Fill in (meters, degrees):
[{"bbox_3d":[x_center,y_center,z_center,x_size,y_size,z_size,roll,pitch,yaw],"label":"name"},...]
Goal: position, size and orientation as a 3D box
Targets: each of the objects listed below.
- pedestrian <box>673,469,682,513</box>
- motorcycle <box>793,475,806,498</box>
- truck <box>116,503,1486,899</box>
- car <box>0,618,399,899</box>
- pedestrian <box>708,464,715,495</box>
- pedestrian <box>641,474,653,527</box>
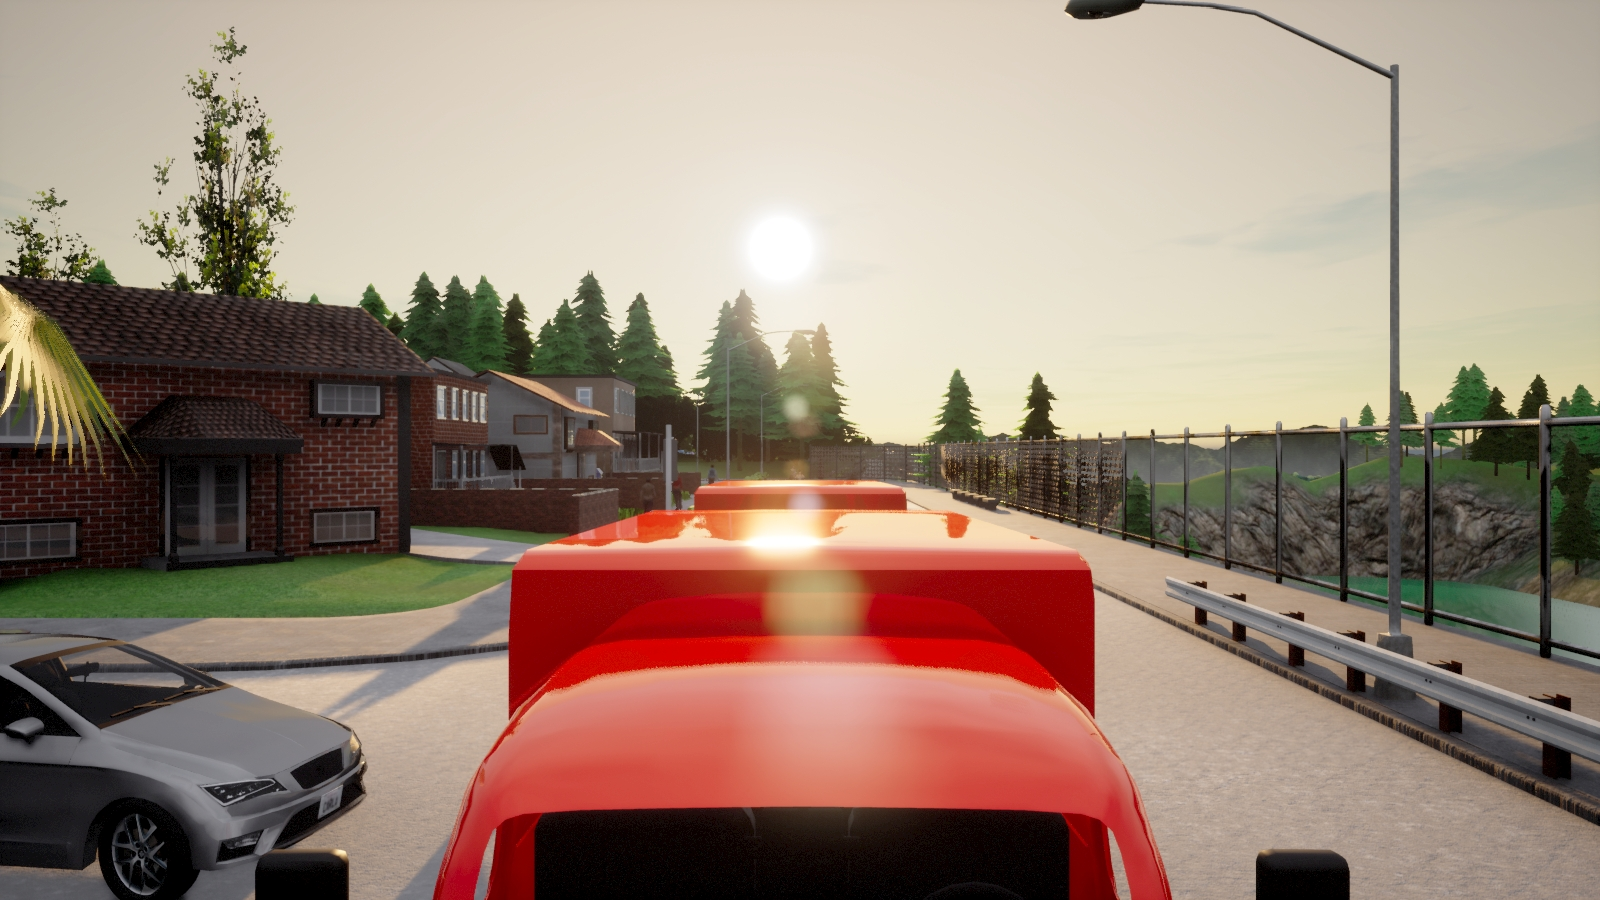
[{"bbox_3d":[-5.290,1.765,49.318,0.375,1.860,0.375,0,0,0],"label":"pedestrian"},{"bbox_3d":[-0.005,2.182,68.476,0.764,1.307,2.356,0,0,0],"label":"motorcycle"},{"bbox_3d":[0.003,1.571,4.792,2.627,2.467,5.204,0,0,0],"label":"truck"},{"bbox_3d":[-5.218,2.069,7.982,4.193,1.474,1.816,0,0,8],"label":"car"},{"bbox_3d":[-5.336,1.773,69.026,0.375,1.860,0.375,0,0,8],"label":"pedestrian"},{"bbox_3d":[-5.343,1.761,39.977,0.375,1.860,0.375,0,0,0],"label":"pedestrian"}]
